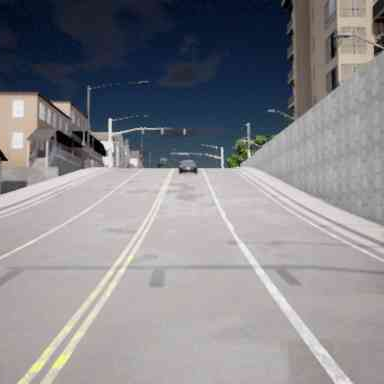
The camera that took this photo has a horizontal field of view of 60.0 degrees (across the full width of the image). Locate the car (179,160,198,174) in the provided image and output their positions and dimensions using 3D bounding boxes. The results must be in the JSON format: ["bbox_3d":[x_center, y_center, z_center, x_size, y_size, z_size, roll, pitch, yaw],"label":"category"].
[{"bbox_3d":[-0.396,-2.749,35.351,1.994,1.385,4.181,0,9,0],"label":"car"}]

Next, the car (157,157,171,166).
[{"bbox_3d":[-4.135,-4.368,49.159,1.837,1.490,4.892,0,1,-1],"label":"car"}]

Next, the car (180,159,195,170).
[{"bbox_3d":[-0.590,-3.848,46.742,1.994,1.385,4.181,-1,2,0],"label":"car"}]
